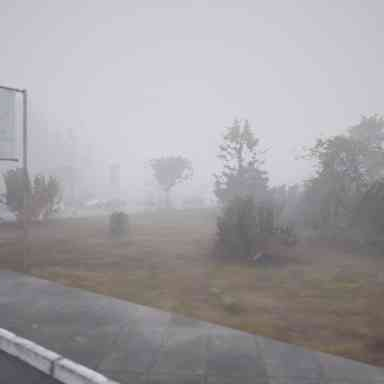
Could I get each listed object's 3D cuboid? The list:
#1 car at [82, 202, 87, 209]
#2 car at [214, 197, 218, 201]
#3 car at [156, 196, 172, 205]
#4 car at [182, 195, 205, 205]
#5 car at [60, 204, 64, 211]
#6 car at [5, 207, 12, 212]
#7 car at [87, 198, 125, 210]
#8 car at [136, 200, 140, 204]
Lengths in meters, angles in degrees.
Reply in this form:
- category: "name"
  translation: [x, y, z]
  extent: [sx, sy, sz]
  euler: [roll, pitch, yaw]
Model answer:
- category: "car"
  translation: [-14.105, 1.722, 49.752]
  extent: [1.812, 1.442, 4.674]
  euler: [0, 0, 39]
- category: "car"
  translation: [6.124, 1.341, 64.945]
  extent: [1.895, 1.301, 4.718]
  euler: [0, 1, 32]
- category: "car"
  translation: [-5.451, 1.405, 54.990]
  extent: [2.097, 1.767, 4.553]
  euler: [0, 1, 39]
- category: "car"
  translation: [0.339, 1.298, 56.572]
  extent: [2.097, 1.767, 4.553]
  euler: [0, 1, 37]
- category: "car"
  translation: [-17.616, 1.759, 39.715]
  extent: [1.812, 1.442, 4.674]
  euler: [0, 0, 39]
- category: "car"
  translation: [-20.395, 1.803, 41.845]
  extent: [2.033, 1.411, 5.357]
  euler: [0, 0, 39]
- category: "car"
  translation: [-11.780, 1.657, 47.045]
  extent: [1.882, 1.535, 5.008]
  euler: [0, 0, 39]
- category: "car"
  translation: [-7.594, 1.565, 57.900]
  extent: [1.837, 1.490, 4.892]
  euler: [0, 1, 39]
